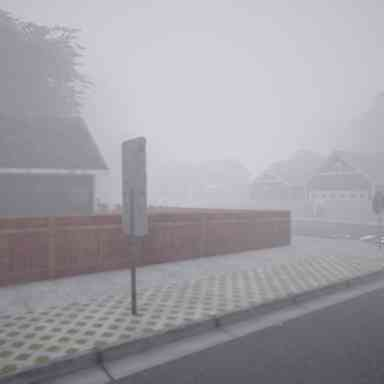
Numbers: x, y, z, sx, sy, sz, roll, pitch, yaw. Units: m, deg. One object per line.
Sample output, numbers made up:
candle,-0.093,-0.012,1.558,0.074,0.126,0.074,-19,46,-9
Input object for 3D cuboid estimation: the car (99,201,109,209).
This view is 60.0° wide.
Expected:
car,-13.669,1.908,48.336,1.895,1.301,4.718,-1,0,-35
